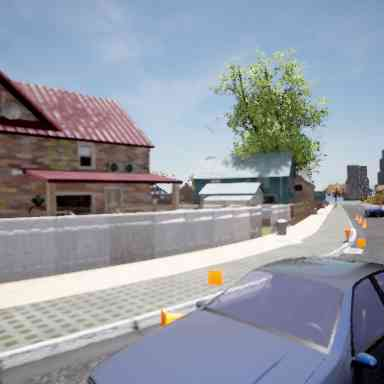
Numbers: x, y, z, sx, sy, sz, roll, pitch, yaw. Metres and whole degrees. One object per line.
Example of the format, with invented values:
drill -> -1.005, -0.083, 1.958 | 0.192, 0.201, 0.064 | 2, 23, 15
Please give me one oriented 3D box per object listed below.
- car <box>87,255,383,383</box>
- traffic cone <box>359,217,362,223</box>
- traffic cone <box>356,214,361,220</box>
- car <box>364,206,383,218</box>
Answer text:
car -> 1.497, 1.580, 4.026 | 5.357, 1.411, 2.033 | 0, -1, -43
traffic cone -> 12.640, 2.312, 24.336 | 0.340, 0.580, 0.340 | -1, -2, 24
traffic cone -> 14.660, 2.411, 28.910 | 0.340, 0.580, 0.340 | -1, -2, 24
car -> 20.714, 2.228, 37.494 | 1.895, 1.301, 4.718 | -1, -2, 22
